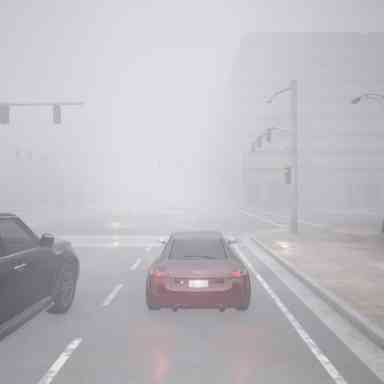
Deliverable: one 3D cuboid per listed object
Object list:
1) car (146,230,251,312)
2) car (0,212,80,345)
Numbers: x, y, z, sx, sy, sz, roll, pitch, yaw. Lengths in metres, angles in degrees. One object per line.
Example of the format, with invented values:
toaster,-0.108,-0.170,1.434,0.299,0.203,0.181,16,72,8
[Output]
car,0.117,1.564,7.784,1.994,1.385,4.181,0,0,0
car,-3.394,1.221,4.460,2.150,2.045,5.566,0,0,1
